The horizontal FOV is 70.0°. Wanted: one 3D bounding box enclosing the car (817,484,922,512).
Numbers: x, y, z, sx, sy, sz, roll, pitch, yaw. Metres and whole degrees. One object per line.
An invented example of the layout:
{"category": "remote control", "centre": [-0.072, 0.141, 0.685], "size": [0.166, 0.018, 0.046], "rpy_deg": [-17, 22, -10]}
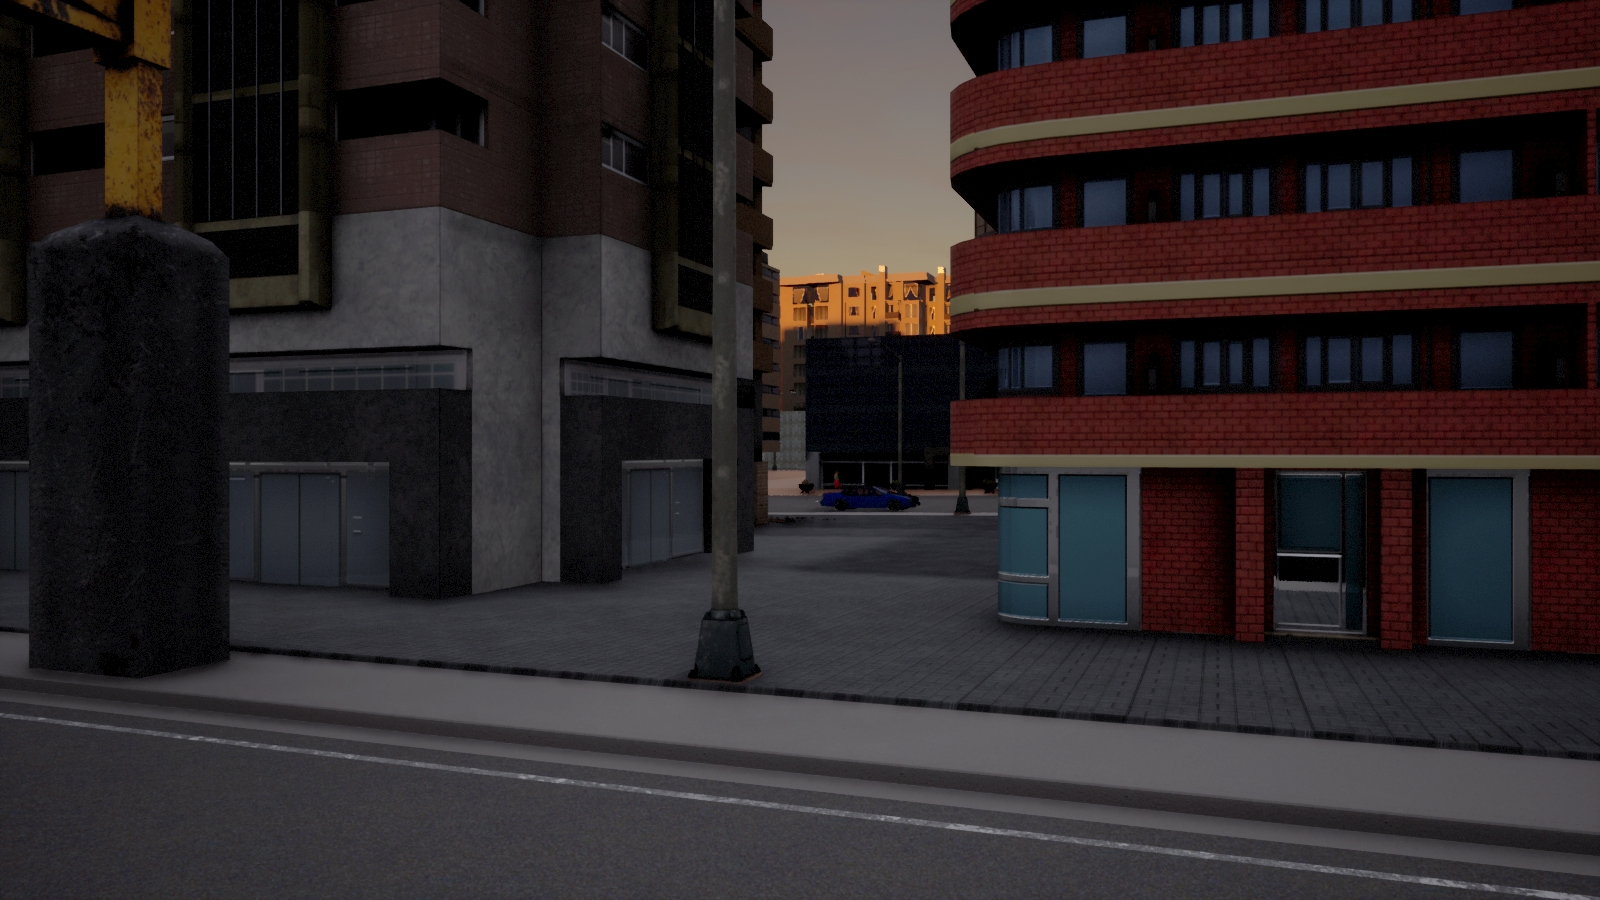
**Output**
{"category": "car", "centre": [3.832, 2.636, 62.567], "size": [5.357, 1.411, 2.033], "rpy_deg": [-1, 0, 20]}
